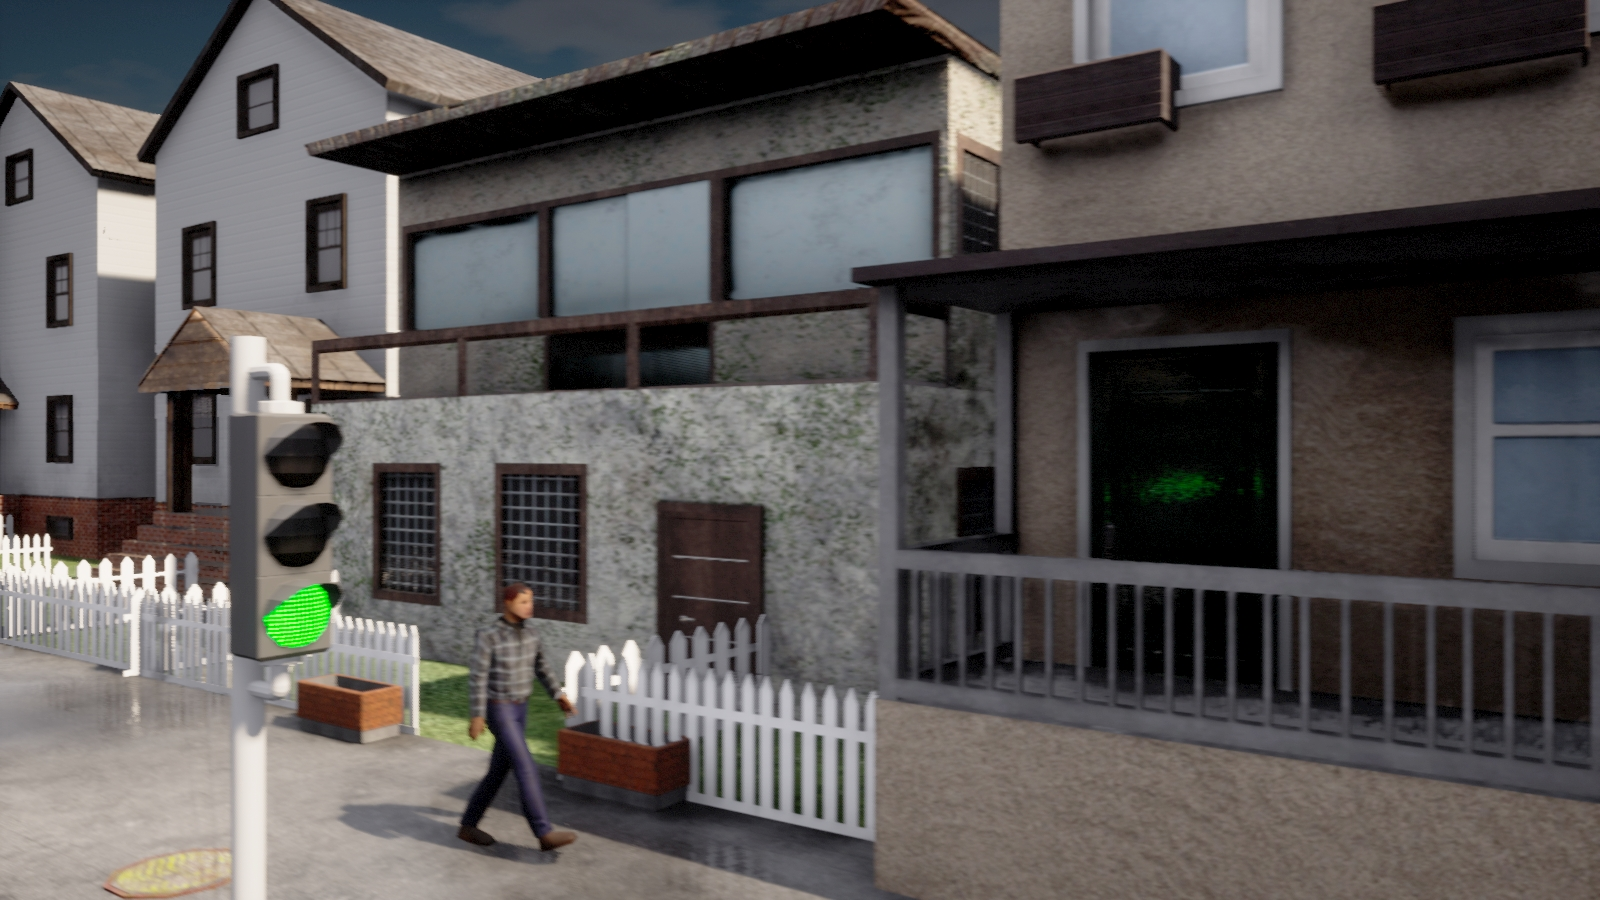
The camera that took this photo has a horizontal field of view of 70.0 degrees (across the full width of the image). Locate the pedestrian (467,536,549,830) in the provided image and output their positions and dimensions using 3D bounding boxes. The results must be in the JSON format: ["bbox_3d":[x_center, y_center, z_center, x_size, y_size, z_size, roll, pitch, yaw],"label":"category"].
[{"bbox_3d":[-1.944,1.523,7.621,0.375,1.860,0.375,0,0,24],"label":"pedestrian"}]
